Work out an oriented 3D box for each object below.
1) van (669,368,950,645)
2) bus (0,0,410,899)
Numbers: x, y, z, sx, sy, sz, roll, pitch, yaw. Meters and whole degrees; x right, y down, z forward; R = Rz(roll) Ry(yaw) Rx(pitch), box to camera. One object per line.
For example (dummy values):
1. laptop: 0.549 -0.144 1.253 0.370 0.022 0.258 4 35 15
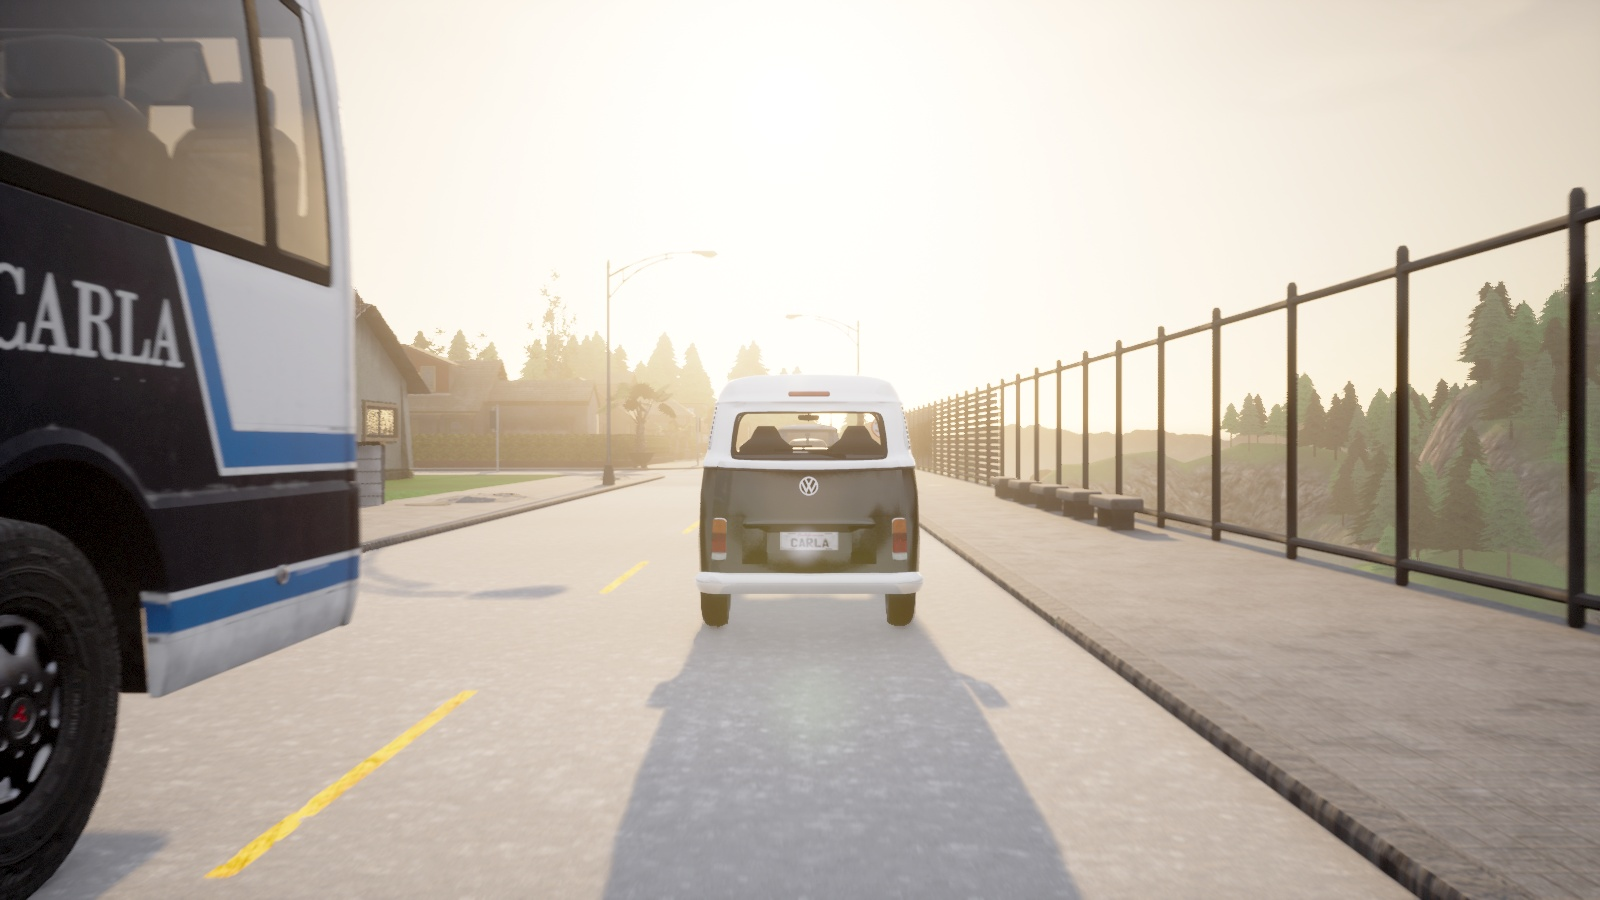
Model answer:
1. van: 0.081 0.405 11.487 2.069 2.038 4.480 0 0 0
2. bus: -3.977 -0.640 1.228 3.944 4.253 10.273 0 0 0
